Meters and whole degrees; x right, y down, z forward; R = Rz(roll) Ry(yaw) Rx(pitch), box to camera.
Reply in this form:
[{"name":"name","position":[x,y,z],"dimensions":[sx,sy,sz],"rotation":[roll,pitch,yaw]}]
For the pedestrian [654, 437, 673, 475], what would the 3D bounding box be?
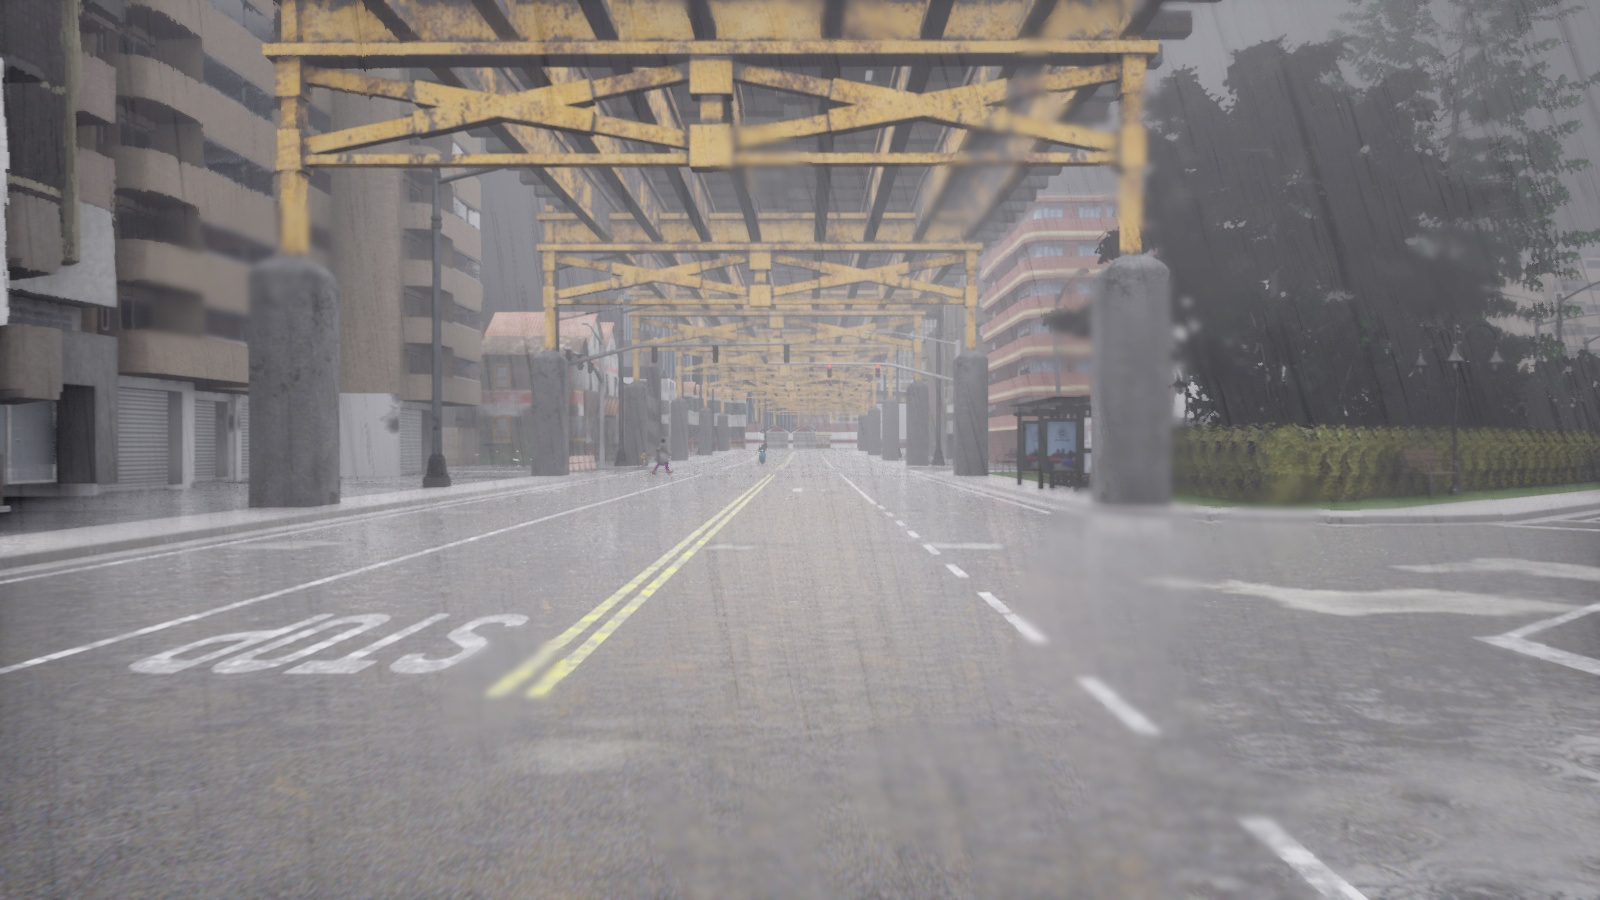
[{"name":"pedestrian","position":[-6.906,0.299,63.476],"dimensions":[0.873,1.952,0.659],"rotation":[0,0,0]}]
